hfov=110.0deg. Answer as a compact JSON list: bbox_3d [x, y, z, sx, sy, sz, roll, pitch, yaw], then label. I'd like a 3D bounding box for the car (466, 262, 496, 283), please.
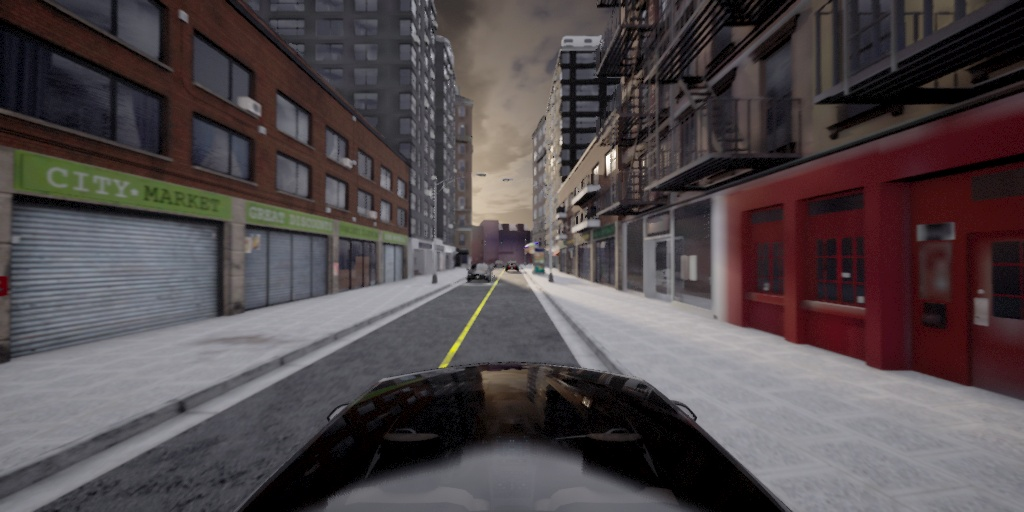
[{"bbox_3d":[-2.596,1.349,29.377,1.837,1.490,4.892,0,0,0],"label":"car"}]

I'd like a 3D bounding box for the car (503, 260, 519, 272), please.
[{"bbox_3d":[0.015,1.443,51.041,1.837,1.490,4.892,0,-1,0],"label":"car"}]

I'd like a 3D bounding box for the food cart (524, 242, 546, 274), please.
[{"bbox_3d":[2.886,0.349,39.565,2.280,3.560,4.660,0,0,0],"label":"food cart"}]
